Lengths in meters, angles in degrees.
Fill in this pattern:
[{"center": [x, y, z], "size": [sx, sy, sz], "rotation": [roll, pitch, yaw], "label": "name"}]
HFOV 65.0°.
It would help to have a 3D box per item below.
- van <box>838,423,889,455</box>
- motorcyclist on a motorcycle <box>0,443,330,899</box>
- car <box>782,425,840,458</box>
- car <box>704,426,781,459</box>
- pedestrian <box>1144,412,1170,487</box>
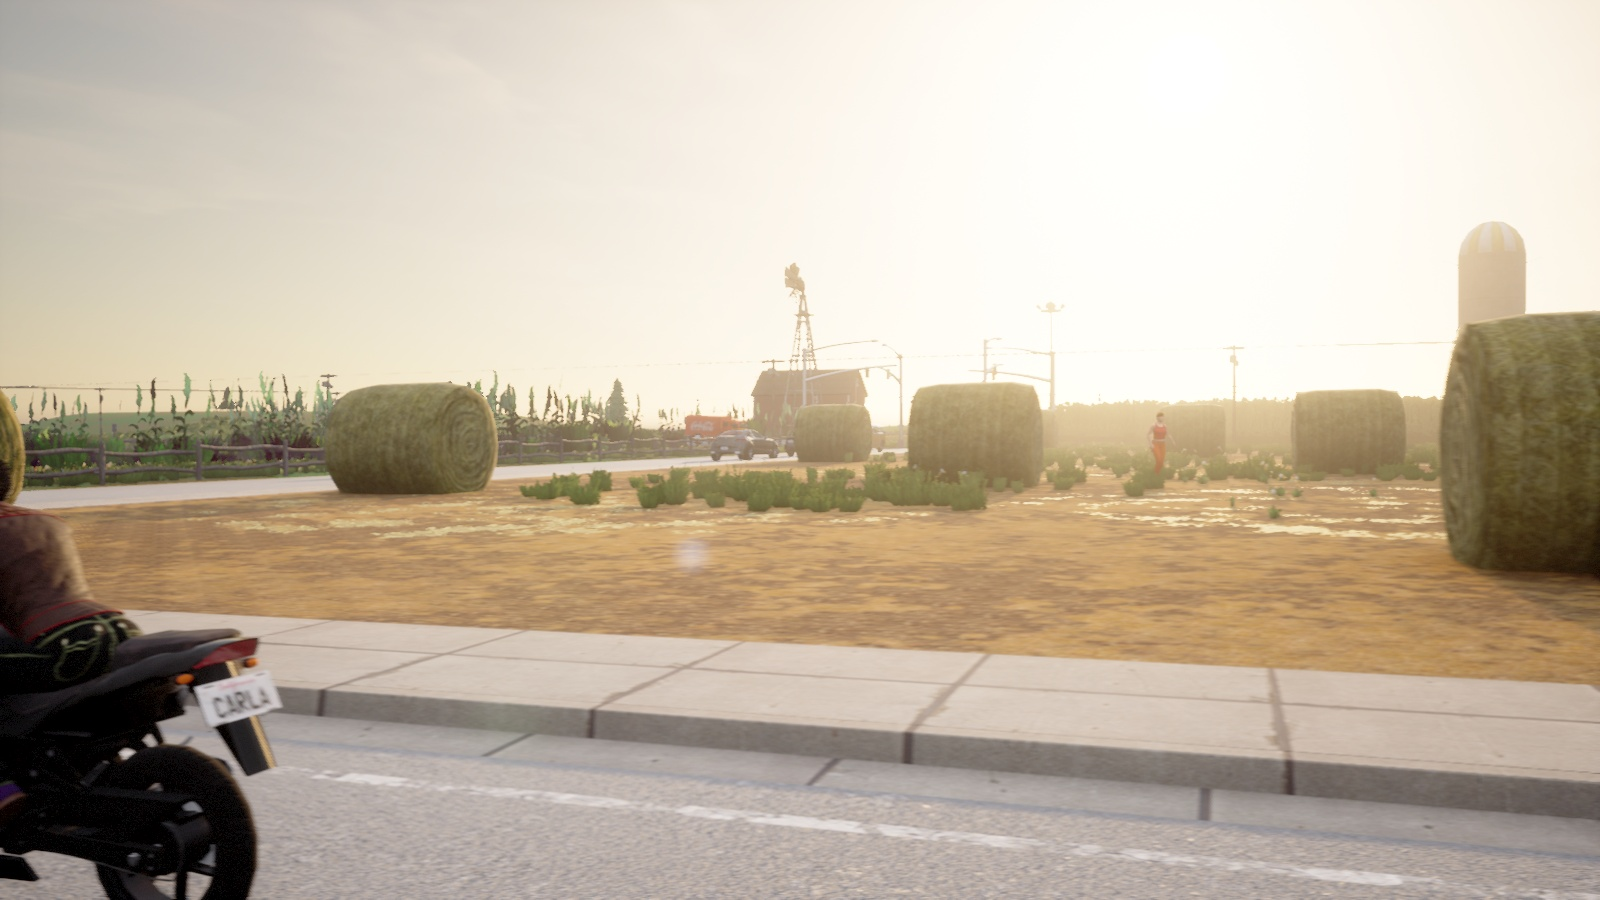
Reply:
[{"center": [4.268, -0.756, 84.135], "size": [2.069, 2.038, 4.480], "rotation": [0, 1, 21], "label": "van"}, {"center": [-2.647, 0.745, 4.083], "size": [2.044, 1.523, 0.797], "rotation": [0, 1, 19], "label": "motorcyclist on a motorcycle"}, {"center": [0.681, -0.528, 74.977], "size": [1.932, 1.855, 4.605], "rotation": [0, 1, 21], "label": "car"}, {"center": [-2.954, -0.430, 65.692], "size": [2.152, 1.651, 5.027], "rotation": [0, 1, 21], "label": "car"}, {"center": [8.843, -0.007, 31.104], "size": [0.345, 1.836, 0.594], "rotation": [0, 1, -18], "label": "pedestrian"}]
